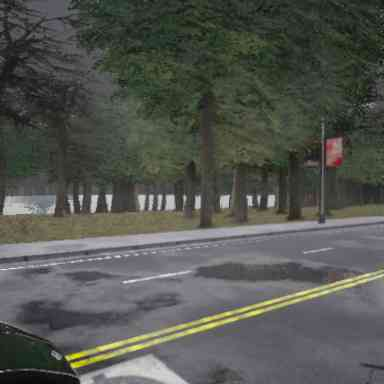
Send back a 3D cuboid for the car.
[{"bbox_3d":[-2.752,1.343,1.481,4.553,1.767,2.097,1,0,-35],"label":"car"}]
